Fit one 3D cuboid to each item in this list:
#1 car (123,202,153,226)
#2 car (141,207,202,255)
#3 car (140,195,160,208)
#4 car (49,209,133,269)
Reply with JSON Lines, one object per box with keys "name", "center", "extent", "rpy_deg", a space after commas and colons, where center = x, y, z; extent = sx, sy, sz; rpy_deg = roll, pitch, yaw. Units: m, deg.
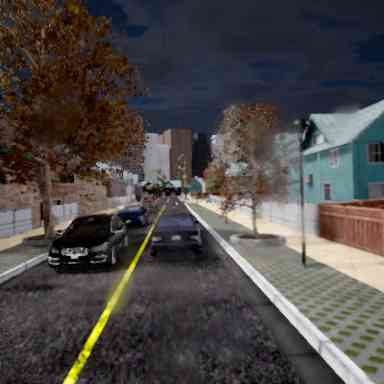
{"name": "car", "center": [-4.005, 1.614, 22.472], "extent": [1.994, 1.385, 4.181], "rpy_deg": [-2, 0, -3]}
{"name": "car", "center": [-0.647, 1.529, 13.222], "extent": [2.033, 1.411, 5.357], "rpy_deg": [-2, 0, -3]}
{"name": "car", "center": [-4.808, 1.193, 37.892], "extent": [2.097, 1.767, 4.553], "rpy_deg": [-2, 0, -3]}
{"name": "car", "center": [-3.400, 1.569, 11.663], "extent": [1.837, 1.490, 4.892], "rpy_deg": [-2, 0, -3]}
